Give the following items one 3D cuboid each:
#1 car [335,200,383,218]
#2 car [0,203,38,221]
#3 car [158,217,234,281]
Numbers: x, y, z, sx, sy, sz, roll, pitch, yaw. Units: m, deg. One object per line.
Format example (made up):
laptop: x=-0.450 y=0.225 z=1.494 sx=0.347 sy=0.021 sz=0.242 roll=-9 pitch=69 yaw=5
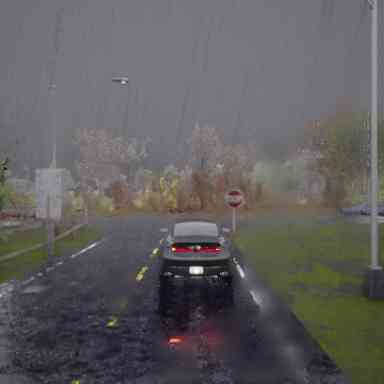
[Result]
car: x=14.784 y=1.373 z=27.440 sx=5.357 sy=1.411 sz=2.033 roll=0 pitch=0 yaw=1
car: x=-14.759 y=1.625 z=27.696 sx=4.181 sy=1.385 sz=1.994 roll=0 pitch=0 yaw=2
car: x=0.097 y=1.492 z=9.782 sx=1.837 sy=1.490 sz=4.892 roll=0 pitch=0 yaw=0
